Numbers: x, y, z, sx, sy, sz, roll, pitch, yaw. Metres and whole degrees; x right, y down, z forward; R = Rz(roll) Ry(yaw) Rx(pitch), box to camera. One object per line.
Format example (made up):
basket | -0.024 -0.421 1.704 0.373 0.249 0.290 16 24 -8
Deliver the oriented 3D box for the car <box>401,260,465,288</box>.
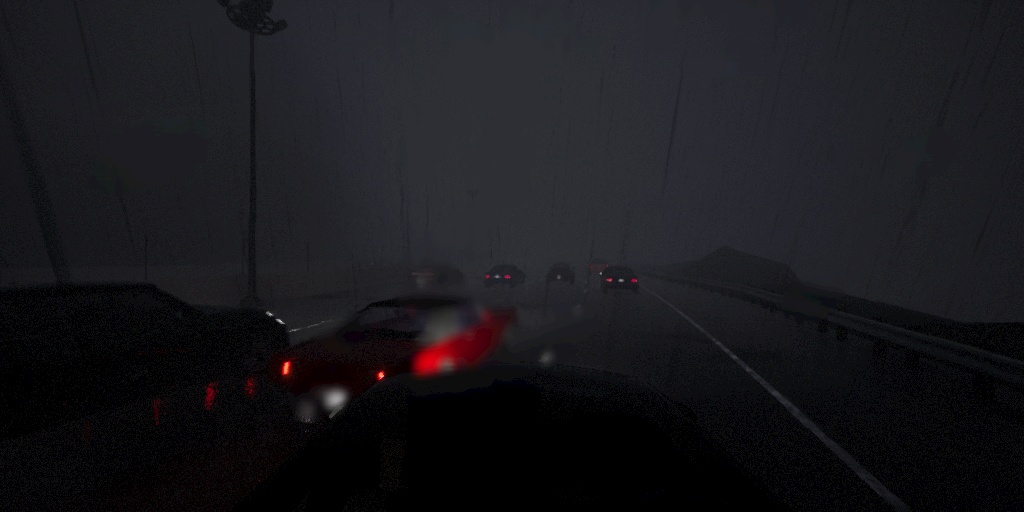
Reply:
car | -4.414 1.229 21.918 2.128 1.511 4.902 0 0 13

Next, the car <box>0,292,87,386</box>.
car | -9.245 1.350 4.467 1.895 1.301 4.718 0 0 19

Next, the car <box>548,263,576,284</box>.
car | 3.718 1.260 26.704 1.812 1.442 4.674 0 0 11

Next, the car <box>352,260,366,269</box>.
car | -21.314 1.286 51.510 1.994 1.385 4.181 0 0 5

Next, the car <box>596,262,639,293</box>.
car | 6.090 1.286 20.613 2.033 1.411 5.357 0 0 12

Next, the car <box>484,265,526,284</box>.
car | -0.362 1.284 23.851 2.033 1.411 5.357 0 0 12

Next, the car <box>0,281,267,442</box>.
car | -5.500 1.101 4.771 2.097 1.767 4.553 0 0 18

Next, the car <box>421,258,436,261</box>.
car | -11.166 1.074 47.392 2.097 1.767 4.553 0 0 6

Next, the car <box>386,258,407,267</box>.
car | -14.626 1.288 47.894 1.994 1.385 4.181 0 0 6

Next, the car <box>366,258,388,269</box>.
car | -17.923 1.074 50.134 2.097 1.767 4.553 0 0 5

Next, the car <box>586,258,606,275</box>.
car | 9.115 1.080 38.424 2.097 1.767 4.553 0 0 7

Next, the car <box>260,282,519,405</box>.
car | -1.334 1.348 6.195 1.895 1.301 4.718 0 0 17
